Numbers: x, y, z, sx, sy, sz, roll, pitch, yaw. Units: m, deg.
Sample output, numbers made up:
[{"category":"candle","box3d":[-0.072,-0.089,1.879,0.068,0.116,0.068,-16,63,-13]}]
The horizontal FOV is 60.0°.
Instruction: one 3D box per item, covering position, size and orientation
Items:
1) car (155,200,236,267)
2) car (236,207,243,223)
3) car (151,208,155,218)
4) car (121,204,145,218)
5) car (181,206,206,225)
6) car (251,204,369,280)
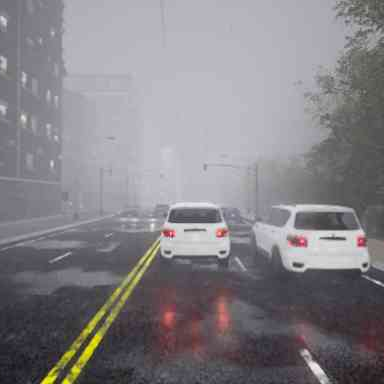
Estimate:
[{"category":"car","box3d":[0.096,1.403,12.290,2.150,2.045,5.566,0,-1,0]},{"category":"car","box3d":[3.340,1.988,29.594,2.033,1.411,5.357,0,-1,0]},{"category":"car","box3d":[-3.272,2.054,36.486,1.837,1.490,4.892,0,-1,0]},{"category":"car","box3d":[-6.515,2.106,37.385,2.033,1.411,5.357,0,-1,0]},{"category":"car","box3d":[0.090,1.987,29.546,2.033,1.411,5.357,0,-1,0]},{"category":"car","box3d":[3.344,1.379,10.552,2.150,2.045,5.566,0,-1,0]}]
